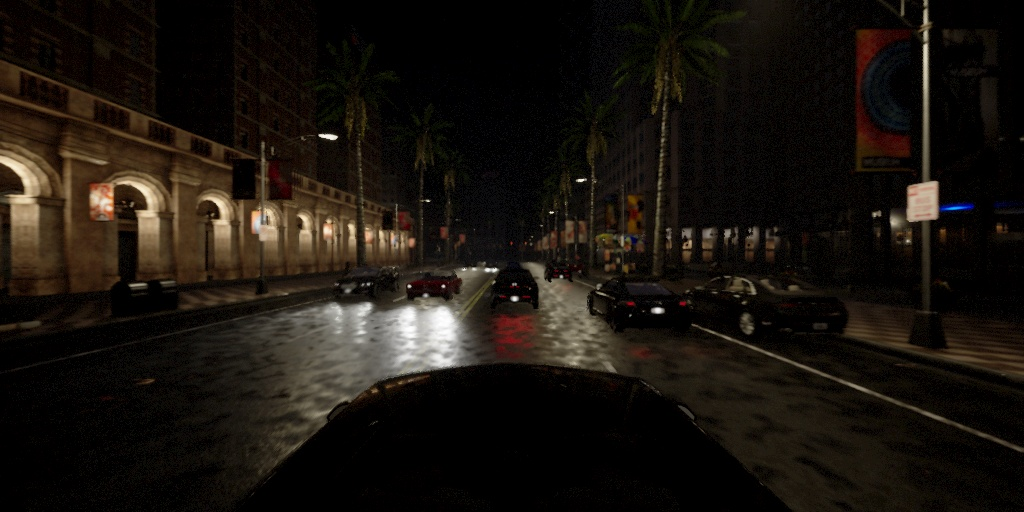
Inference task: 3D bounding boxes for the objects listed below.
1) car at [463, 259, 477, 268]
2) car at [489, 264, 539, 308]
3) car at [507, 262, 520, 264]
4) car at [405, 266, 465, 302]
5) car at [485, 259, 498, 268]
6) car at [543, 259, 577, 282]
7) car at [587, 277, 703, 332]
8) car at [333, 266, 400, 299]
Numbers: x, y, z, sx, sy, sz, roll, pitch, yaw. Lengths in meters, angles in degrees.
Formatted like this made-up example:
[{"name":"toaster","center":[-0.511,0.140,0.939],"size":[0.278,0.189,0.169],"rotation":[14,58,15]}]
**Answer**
[{"name":"car","center":[-6.846,1.274,59.237],"size":[1.837,1.490,4.892],"rotation":[0,0,1]},{"name":"car","center":[0.101,1.259,15.117],"size":[1.837,1.490,4.892],"rotation":[0,0,0]},{"name":"car","center":[0.121,1.286,34.127],"size":[1.812,1.442,4.674],"rotation":[0,0,0]},{"name":"car","center":[-3.596,1.356,17.219],"size":[1.895,1.301,4.718],"rotation":[0,0,0]},{"name":"car","center":[-3.340,1.260,59.165],"size":[2.128,1.511,4.902],"rotation":[0,0,1]},{"name":"car","center":[3.608,1.263,28.597],"size":[1.837,1.490,4.892],"rotation":[0,0,0]},{"name":"car","center":[3.600,1.317,10.848],"size":[1.994,1.385,4.181],"rotation":[0,0,0]},{"name":"car","center":[-7.095,1.247,17.971],"size":[2.128,1.511,4.902],"rotation":[0,0,0]}]
